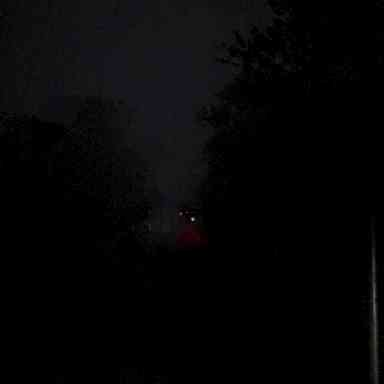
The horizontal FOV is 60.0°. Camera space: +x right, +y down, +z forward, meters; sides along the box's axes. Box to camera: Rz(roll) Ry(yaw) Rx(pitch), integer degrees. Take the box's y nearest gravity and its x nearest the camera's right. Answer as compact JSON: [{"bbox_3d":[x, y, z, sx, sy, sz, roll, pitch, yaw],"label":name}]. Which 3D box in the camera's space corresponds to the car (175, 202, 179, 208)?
[{"bbox_3d":[-2.757,2.852,72.761,1.994,1.385,4.181,0,-2,2],"label":"car"}]

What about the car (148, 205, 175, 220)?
[{"bbox_3d":[-2.915,1.843,30.949,1.895,1.301,4.718,0,-1,0],"label":"car"}]

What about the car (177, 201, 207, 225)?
[{"bbox_3d":[0.054,1.671,25.711,1.837,1.490,4.892,0,-1,0],"label":"car"}]

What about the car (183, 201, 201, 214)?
[{"bbox_3d":[-0.029,1.954,42.875,2.128,1.511,4.902,0,-1,0],"label":"car"}]
